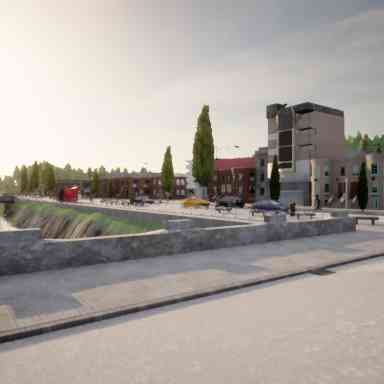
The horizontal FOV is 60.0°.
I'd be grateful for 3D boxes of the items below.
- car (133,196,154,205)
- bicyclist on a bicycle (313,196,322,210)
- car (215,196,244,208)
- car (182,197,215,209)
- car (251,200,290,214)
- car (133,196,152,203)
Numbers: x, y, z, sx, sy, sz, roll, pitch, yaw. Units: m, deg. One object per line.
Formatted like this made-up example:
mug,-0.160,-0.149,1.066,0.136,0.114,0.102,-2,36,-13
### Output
car,-8.685,1.590,58.696,2.033,1.411,5.357,0,0,-35
bicyclist on a bicycle,14.992,1.349,39.699,1.656,1.620,0.582,0,0,-35
car,5.102,1.352,46.371,2.097,1.767,4.553,0,0,-35
car,0.520,1.478,45.581,1.882,1.535,5.008,0,0,-35
car,8.254,1.526,34.717,1.812,1.442,4.674,0,0,-36
car,-10.112,1.526,67.766,1.812,1.442,4.674,0,0,-36
